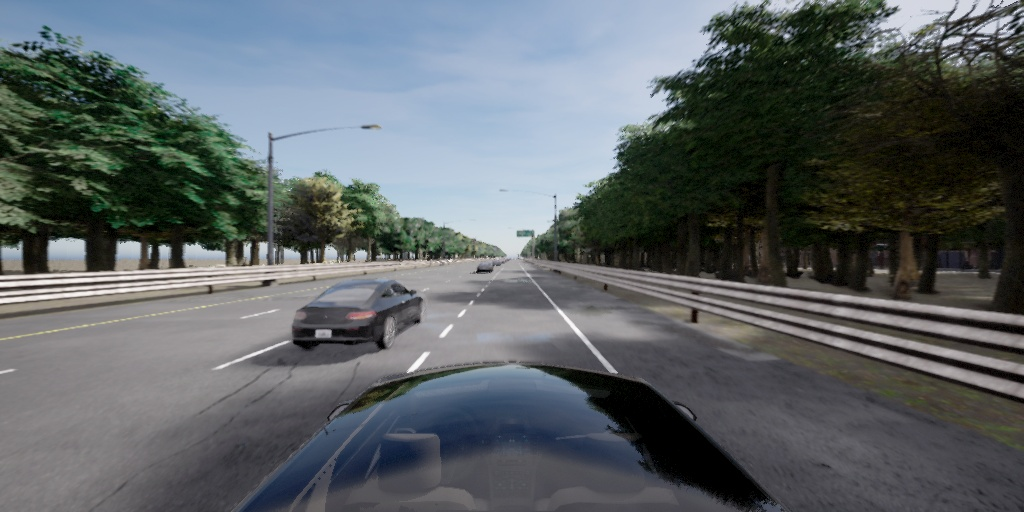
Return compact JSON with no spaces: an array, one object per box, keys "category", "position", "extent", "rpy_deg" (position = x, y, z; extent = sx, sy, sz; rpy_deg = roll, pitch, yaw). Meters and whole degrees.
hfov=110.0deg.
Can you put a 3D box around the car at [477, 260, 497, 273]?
[{"category":"car","position":[-3.424,1.440,46.116],"extent":[1.994,1.385,4.181],"rpy_deg":[0,0,0]}]

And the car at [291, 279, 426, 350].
[{"category":"car","position":[-3.502,1.285,8.964],"extent":[1.812,1.442,4.674],"rpy_deg":[0,0,0]}]
